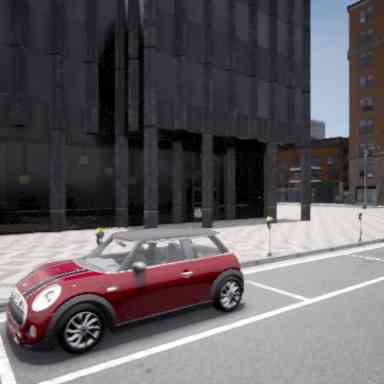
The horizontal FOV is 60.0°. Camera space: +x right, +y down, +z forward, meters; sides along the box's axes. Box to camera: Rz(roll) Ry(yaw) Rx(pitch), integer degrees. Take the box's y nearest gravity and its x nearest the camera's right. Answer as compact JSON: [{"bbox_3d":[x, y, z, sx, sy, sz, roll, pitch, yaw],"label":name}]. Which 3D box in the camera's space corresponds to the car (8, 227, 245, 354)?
[{"bbox_3d":[-1.021,1.439,6.038,4.097,1.590,1.967,0,0,-36],"label":"car"}]
